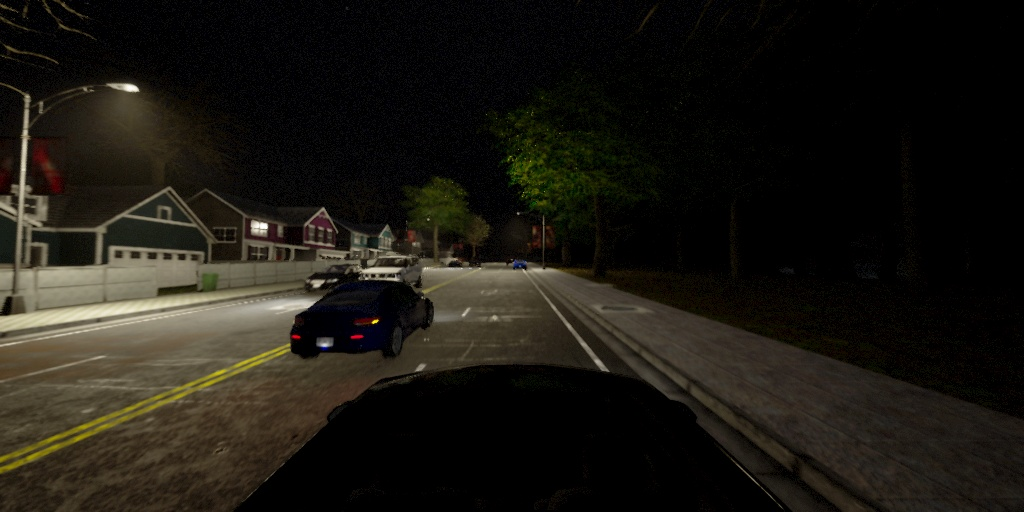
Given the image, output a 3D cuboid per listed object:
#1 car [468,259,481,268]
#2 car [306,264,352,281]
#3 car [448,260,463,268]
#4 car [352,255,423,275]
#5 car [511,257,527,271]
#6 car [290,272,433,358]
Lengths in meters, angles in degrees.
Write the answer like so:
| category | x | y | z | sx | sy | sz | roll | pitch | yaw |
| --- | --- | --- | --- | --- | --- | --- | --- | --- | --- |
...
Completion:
| category | x | y | z | sx | sy | sz | roll | pitch | yaw |
| --- | --- | --- | --- | --- | --- | --- | --- | --- | --- |
| car | -6.548 | 1.294 | 62.367 | 1.837 | 1.490 | 4.892 | 0 | 0 | 1 |
| car | -9.854 | 1.239 | 20.556 | 2.128 | 1.511 | 4.902 | 0 | 0 | 0 |
| car | -9.793 | 1.393 | 62.333 | 1.895 | 1.301 | 4.718 | 0 | 0 | 1 |
| car | -6.605 | 0.969 | 20.285 | 2.150 | 2.045 | 5.566 | 0 | 0 | 0 |
| car | 1.121 | 1.243 | 50.758 | 1.882 | 1.535 | 5.008 | 0 | 0 | 0 |
| car | -3.151 | 1.276 | 8.339 | 1.812 | 1.442 | 4.674 | 0 | 0 | 0 |
